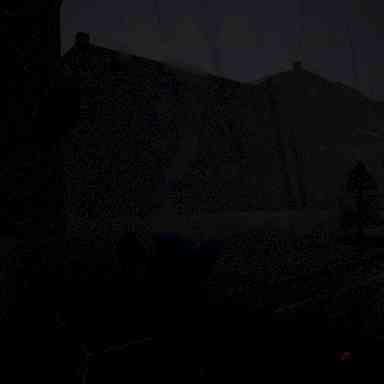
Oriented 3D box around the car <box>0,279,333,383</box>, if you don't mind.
[{"bbox_3d":[-0.951,1.605,2.771,4.718,1.301,1.895,0,0,-36],"label":"car"}]
